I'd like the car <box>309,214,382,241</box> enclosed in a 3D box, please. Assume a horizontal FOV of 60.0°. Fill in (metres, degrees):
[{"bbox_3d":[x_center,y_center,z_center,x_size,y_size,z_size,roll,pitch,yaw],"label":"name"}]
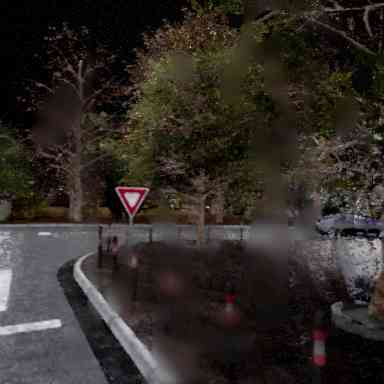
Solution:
[{"bbox_3d":[9.480,2.075,19.679,4.902,1.511,2.128,1,-1,2],"label":"car"}]
